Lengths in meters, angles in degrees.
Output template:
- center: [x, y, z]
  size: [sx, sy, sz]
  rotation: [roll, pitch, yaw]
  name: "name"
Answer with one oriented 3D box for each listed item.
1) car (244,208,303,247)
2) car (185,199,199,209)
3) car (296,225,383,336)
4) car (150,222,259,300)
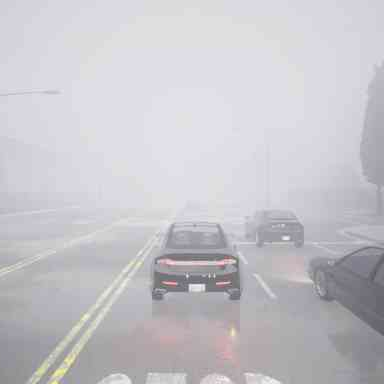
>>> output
- center: [3.565, 1.505, 15.046]
  size: [1.837, 1.490, 4.892]
  rotation: [0, 0, 0]
  name: "car"
- center: [0.002, 1.601, 44.150]
  size: [1.895, 1.301, 4.718]
  rotation: [0, 0, 0]
  name: "car"
- center: [3.588, 1.547, 5.300]
  size: [2.033, 1.411, 5.357]
  rotation: [0, 0, 0]
  name: "car"
- center: [0.082, 1.492, 8.345]
  size: [2.128, 1.511, 4.902]
  rotation: [0, 0, 0]
  name: "car"
